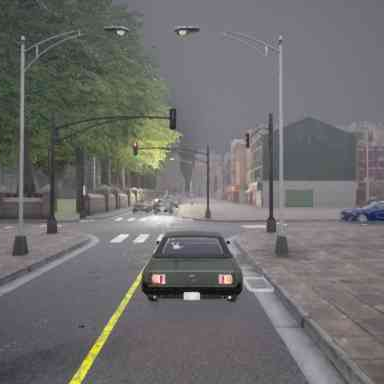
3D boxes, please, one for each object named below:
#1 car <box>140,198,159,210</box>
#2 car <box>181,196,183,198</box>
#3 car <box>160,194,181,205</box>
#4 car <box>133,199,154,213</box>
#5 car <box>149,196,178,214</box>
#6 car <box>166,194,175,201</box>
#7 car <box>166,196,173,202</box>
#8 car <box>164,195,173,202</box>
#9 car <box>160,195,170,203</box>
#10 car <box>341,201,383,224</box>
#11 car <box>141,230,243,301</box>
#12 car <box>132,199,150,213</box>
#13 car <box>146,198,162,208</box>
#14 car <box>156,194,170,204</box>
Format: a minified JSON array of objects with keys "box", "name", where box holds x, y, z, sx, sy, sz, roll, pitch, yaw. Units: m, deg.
[{"box":[-5.543,1.595,44.016,2.008,1.369,4.403,1,0,0],"name":"car"},{"box":[-3.125,1.663,64.658,1.994,1.385,4.181,0,0,0],"name":"car"},{"box":[-3.044,1.405,47.906,2.097,1.767,4.553,0,0,0],"name":"car"},{"box":[-5.552,1.560,38.854,1.752,1.417,4.829,1,0,0],"name":"car"},{"box":[-2.947,1.521,35.354,2.128,1.511,4.902,0,0,0],"name":"car"},{"box":[-5.937,1.549,93.068,2.192,1.841,5.009,1,0,0],"name":"car"},{"box":[-5.895,1.727,87.446,1.752,1.417,4.829,1,0,0],"name":"car"},{"box":[-5.850,1.614,82.166,1.967,1.590,4.097,1,0,0],"name":"car"},{"box":[-5.762,1.564,71.266,1.967,1.590,4.097,1,0,0],"name":"car"},{"box":[13.177,1.404,23.556,5.008,1.535,1.882,-1,-1,0],"name":"car"},{"box":[0.027,1.604,8.256,1.895,1.301,4.718,0,0,1],"name":"car"},{"box":[-5.512,1.583,36.880,2.008,1.369,4.403,1,0,0],"name":"car"},{"box":[-5.587,1.621,49.466,1.947,1.339,4.313,1,0,0],"name":"car"},{"box":[-5.715,1.418,65.816,2.192,1.841,5.009,1,0,0],"name":"car"}]
